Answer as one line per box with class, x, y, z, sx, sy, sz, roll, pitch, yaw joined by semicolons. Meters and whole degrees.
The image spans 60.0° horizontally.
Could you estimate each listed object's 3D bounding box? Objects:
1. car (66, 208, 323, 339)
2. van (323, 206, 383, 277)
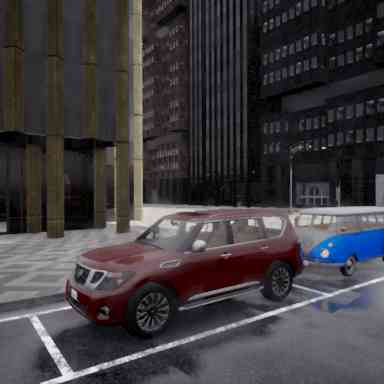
car;0.164;1.313;6.773;5.009;1.841;2.192;0;0;-35
van;4.663;1.337;9.980;3.998;1.788;1.690;0;0;-35
